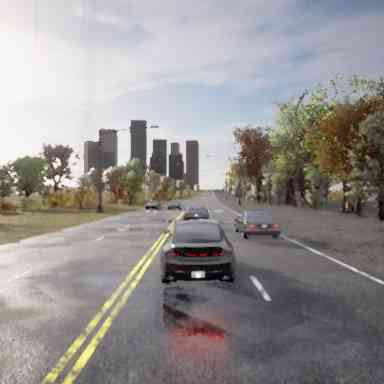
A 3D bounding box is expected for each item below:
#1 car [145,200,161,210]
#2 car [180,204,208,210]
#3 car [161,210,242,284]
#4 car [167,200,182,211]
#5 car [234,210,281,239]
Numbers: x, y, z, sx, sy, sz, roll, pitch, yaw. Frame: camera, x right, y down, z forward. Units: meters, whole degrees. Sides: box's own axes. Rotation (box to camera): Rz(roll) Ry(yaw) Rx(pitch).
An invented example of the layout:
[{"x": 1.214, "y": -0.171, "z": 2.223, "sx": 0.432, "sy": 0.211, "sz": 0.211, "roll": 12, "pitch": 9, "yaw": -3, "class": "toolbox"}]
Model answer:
[{"x": -5.746, "y": 1.976, "z": 49.956, "sx": 2.033, "sy": 1.411, "sz": 5.357, "roll": 0, "pitch": 0, "yaw": 2, "class": "car"}, {"x": 0.361, "y": 1.752, "z": 27.121, "sx": 1.994, "sy": 1.385, "sz": 4.181, "roll": 1, "pitch": 0, "yaw": 1, "class": "car"}, {"x": 0.151, "y": 1.557, "z": 9.825, "sx": 1.837, "sy": 1.490, "sz": 4.892, "roll": 0, "pitch": 1, "yaw": 0, "class": "car"}, {"x": -2.535, "y": 1.928, "z": 48.856, "sx": 1.837, "sy": 1.490, "sz": 4.892, "roll": 0, "pitch": -1, "yaw": 2, "class": "car"}, {"x": 3.491, "y": 1.718, "z": 18.540, "sx": 2.033, "sy": 1.411, "sz": 5.357, "roll": -1, "pitch": 0, "yaw": 0, "class": "car"}]
